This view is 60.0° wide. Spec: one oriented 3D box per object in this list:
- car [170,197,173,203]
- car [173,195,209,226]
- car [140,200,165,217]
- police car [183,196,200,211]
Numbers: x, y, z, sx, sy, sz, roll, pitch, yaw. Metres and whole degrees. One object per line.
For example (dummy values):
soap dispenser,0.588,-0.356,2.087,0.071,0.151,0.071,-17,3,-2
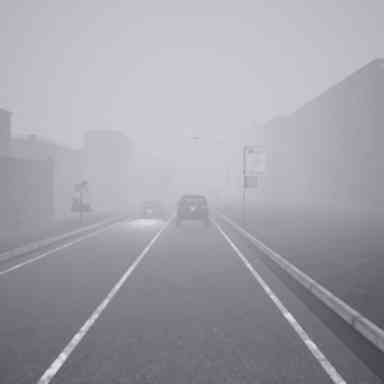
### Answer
car,-3.498,1.559,71.207,1.812,1.442,4.674,0,0,0
car,0.040,1.198,23.439,2.150,2.045,5.566,0,0,0
car,-3.593,1.471,30.615,2.128,1.511,4.902,0,0,0
police car,-0.062,1.418,42.071,1.930,1.638,5.238,0,0,0
